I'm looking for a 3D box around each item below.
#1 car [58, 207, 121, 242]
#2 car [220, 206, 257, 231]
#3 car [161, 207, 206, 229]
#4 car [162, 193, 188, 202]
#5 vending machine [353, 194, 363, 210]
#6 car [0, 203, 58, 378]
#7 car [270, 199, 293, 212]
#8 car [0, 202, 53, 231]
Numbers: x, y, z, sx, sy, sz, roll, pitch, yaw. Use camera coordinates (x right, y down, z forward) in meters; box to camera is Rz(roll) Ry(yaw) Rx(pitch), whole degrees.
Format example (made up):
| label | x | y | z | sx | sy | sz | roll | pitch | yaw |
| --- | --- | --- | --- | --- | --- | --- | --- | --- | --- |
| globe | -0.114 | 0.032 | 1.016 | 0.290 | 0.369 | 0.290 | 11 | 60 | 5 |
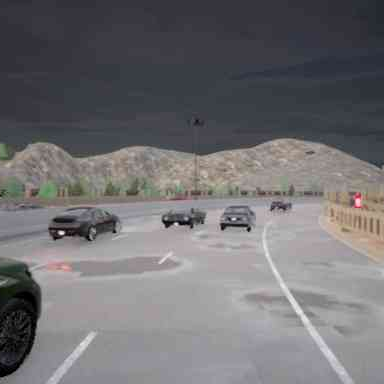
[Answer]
| label | x | y | z | sx | sy | sz | roll | pitch | yaw |
| --- | --- | --- | --- | --- | --- | --- | --- | --- | --- |
| car | -5.125 | 1.494 | 16.535 | 1.837 | 1.490 | 4.892 | 0 | 0 | 10 |
| car | 3.001 | 1.580 | 21.079 | 2.033 | 1.411 | 5.357 | 0 | 0 | 15 |
| car | -0.372 | 1.618 | 21.880 | 1.895 | 1.301 | 4.718 | 0 | 0 | 15 |
| car | -2.921 | 1.253 | 58.800 | 2.150 | 2.045 | 5.566 | 0 | 0 | 34 |
| vending machine | 22.027 | 1.338 | 44.120 | 1.100 | 2.100 | 0.880 | 0 | 0 | 35 |
| car | -3.276 | 1.208 | 2.399 | 2.150 | 2.045 | 5.566 | 0 | 0 | 2 |
| car | 11.053 | 1.593 | 40.959 | 1.837 | 1.490 | 4.892 | 0 | 0 | 29 |
| car | -11.454 | 1.455 | 21.370 | 2.128 | 1.511 | 4.902 | 0 | 0 | 14 |
